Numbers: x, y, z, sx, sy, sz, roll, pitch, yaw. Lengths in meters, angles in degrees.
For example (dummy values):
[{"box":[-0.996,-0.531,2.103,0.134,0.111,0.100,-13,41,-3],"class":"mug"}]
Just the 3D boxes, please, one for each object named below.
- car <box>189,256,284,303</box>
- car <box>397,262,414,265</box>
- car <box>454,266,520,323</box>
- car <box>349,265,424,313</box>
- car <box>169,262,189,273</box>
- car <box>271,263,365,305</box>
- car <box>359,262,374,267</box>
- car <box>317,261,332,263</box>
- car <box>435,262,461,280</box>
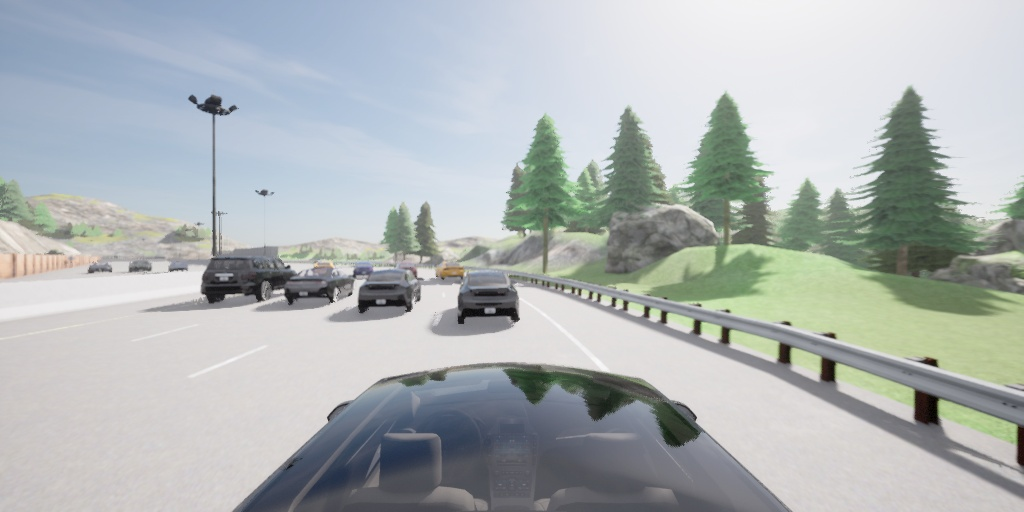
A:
[{"box":[-12.261,1.013,17.213,2.150,2.045,5.566,0,0,-12],"class":"car"},{"box":[-9.617,1.286,32.377,1.812,1.442,4.674,0,0,-21],"class":"car"},{"box":[-0.880,1.246,12.213,1.837,1.490,4.892,0,0,-7],"class":"car"},{"box":[-4.700,1.263,14.245,1.837,1.490,4.892,0,0,-9],"class":"car"},{"box":[-43.162,1.457,46.485,2.033,1.411,5.357,0,0,-43],"class":"car"},{"box":[-8.594,1.266,16.460,2.128,1.511,4.902,0,0,-10],"class":"car"},{"box":[-14.006,1.306,33.821,1.812,1.442,4.674,0,0,-23],"class":"car"},{"box":[-18.677,1.279,35.697,1.882,1.535,5.008,0,0,-25],"class":"car"},{"box":[-5.490,1.219,31.306,1.882,1.535,5.008,0,0,-20],"class":"car"}]
